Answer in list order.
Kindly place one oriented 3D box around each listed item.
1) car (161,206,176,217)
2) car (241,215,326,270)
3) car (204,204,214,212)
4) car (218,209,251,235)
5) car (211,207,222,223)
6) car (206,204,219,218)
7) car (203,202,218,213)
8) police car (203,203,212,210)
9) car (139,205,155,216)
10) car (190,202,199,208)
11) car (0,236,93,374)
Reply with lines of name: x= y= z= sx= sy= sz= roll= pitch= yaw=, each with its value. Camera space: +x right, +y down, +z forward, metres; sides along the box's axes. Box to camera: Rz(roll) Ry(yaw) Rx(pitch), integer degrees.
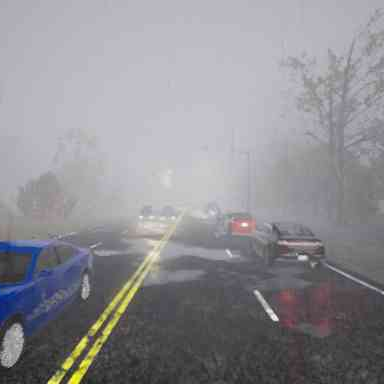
car: x=-3.259 y=2.679 z=46.503 sx=1.812 sy=1.442 sz=4.674 roll=0 pitch=-1 yaw=0
car: x=3.403 y=1.876 z=12.641 sx=2.128 sy=1.511 sz=4.902 roll=2 pitch=-2 yaw=0
car: x=3.409 y=3.190 z=67.102 sx=1.812 sy=1.442 sz=4.674 roll=1 pitch=-2 yaw=1
car: x=3.289 y=2.159 z=23.187 sx=2.163 sy=1.488 sz=4.792 roll=1 pitch=-2 yaw=0
car: x=3.315 y=2.506 z=34.177 sx=1.895 sy=1.301 sz=4.718 roll=1 pitch=-1 yaw=0
car: x=3.323 y=2.770 z=45.170 sx=1.895 sy=1.301 sz=4.718 roll=1 pitch=-1 yaw=0
car: x=3.347 y=2.641 z=56.178 sx=2.150 sy=2.045 sz=5.566 roll=1 pitch=-2 yaw=0
police car: x=3.544 y=3.409 z=78.067 sx=2.038 sy=1.542 sz=4.974 roll=0 pitch=-2 yaw=1
car: x=-6.492 y=2.682 z=48.795 sx=1.837 sy=1.490 sz=4.892 roll=1 pitch=-2 yaw=0
car: x=0.476 y=3.494 z=87.904 sx=2.033 sy=1.411 sz=5.357 roll=1 pitch=-1 yaw=1
car: x=-3.328 y=1.667 z=6.093 sx=1.882 sy=1.535 sz=5.008 roll=1 pitch=-1 yaw=0
